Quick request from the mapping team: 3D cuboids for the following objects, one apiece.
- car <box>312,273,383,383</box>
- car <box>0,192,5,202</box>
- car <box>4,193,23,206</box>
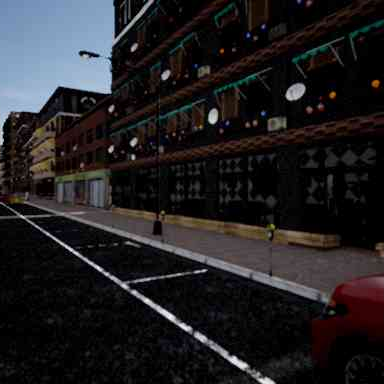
[{"bbox_3d":[3.341,1.317,2.245,2.192,1.841,5.009,0,0,-32],"label":"car"},{"bbox_3d":[-29.942,0.962,54.553,1.887,1.381,4.507,0,0,-32],"label":"car"},{"bbox_3d":[-23.982,1.048,45.186,1.752,1.417,4.829,0,0,-32],"label":"car"}]
